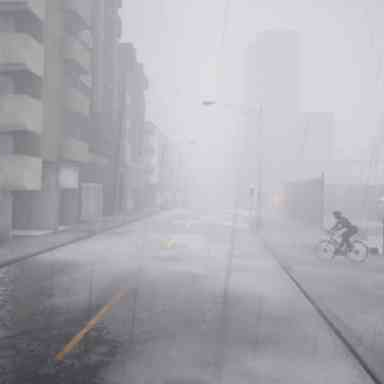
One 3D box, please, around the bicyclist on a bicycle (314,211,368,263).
[{"bbox_3d":[4.749,1.425,10.577,1.656,1.620,0.582,2,-1,5],"label":"bicyclist on a bicycle"}]
